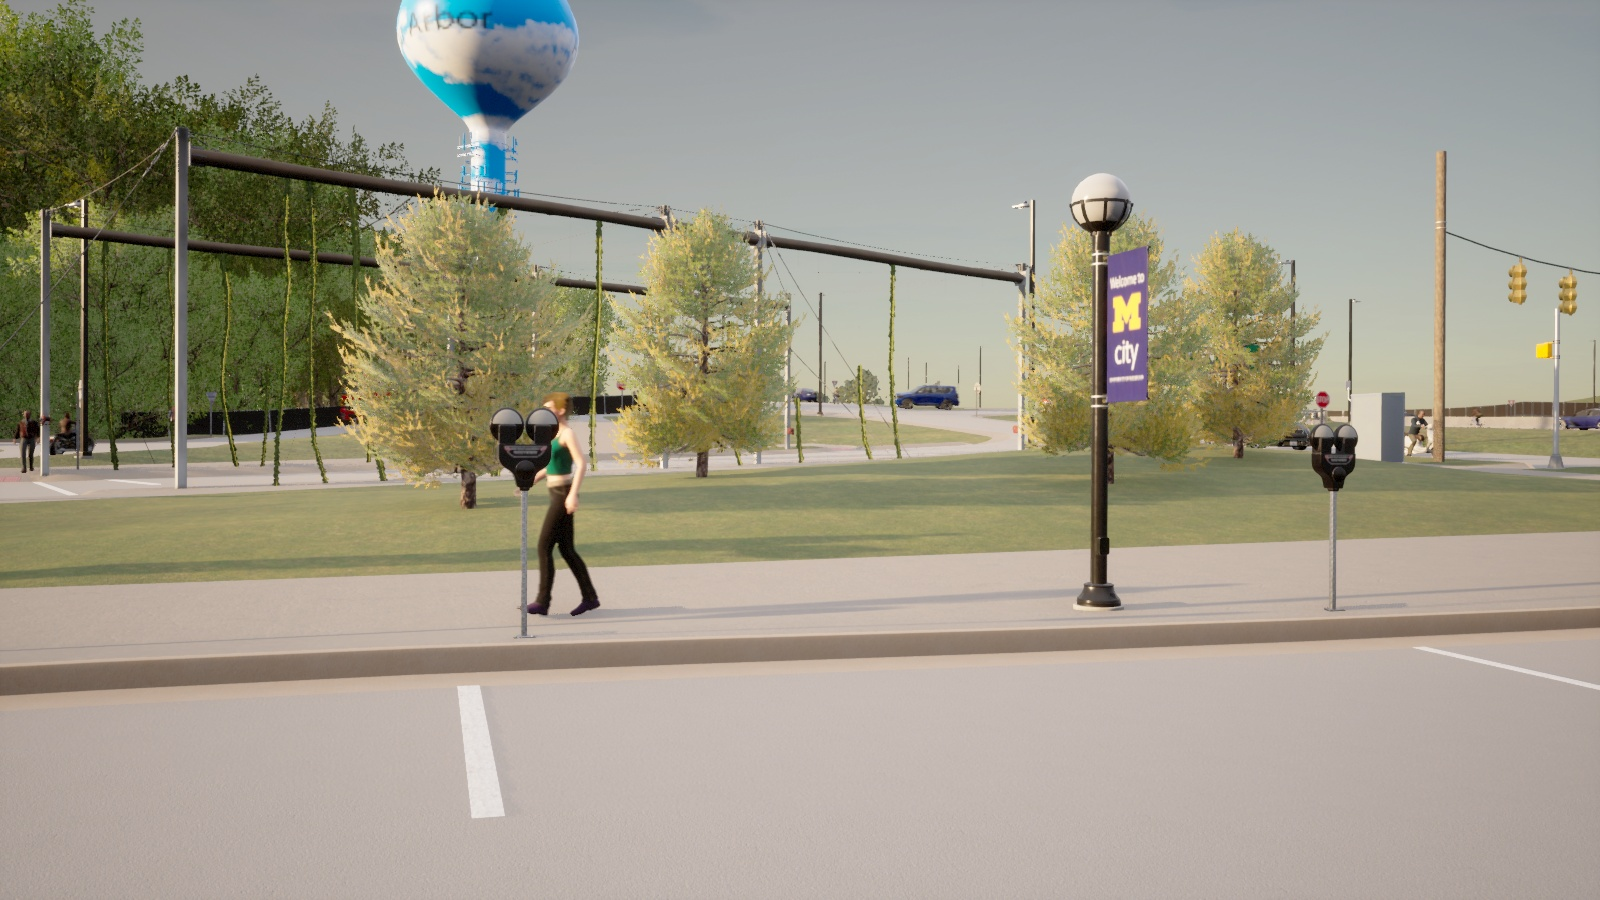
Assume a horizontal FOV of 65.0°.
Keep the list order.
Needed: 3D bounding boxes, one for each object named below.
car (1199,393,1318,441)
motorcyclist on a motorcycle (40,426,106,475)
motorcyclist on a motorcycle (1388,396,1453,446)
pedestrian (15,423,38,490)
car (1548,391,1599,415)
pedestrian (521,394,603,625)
[{"bbox_3d":[17.806,-1.287,49.000,2.097,1.767,4.553,-1,2,-15],"label":"car"},{"bbox_3d":[-26.813,-0.002,46.354,0.766,1.649,2.350,-2,2,6],"label":"motorcyclist on a motorcycle"},{"bbox_3d":[20.240,-0.942,40.988,0.866,1.590,1.817,-1,2,-19],"label":"motorcyclist on a motorcycle"},{"bbox_3d":[-21.852,0.179,35.479,0.376,1.854,0.720,-1,0,-21],"label":"pedestrian"},{"bbox_3d":[51.676,-3.074,81.824,2.163,1.488,4.792,-1,2,-17],"label":"car"},{"bbox_3d":[-1.948,0.470,10.267,0.594,1.836,0.345,-1,0,-18],"label":"pedestrian"}]
